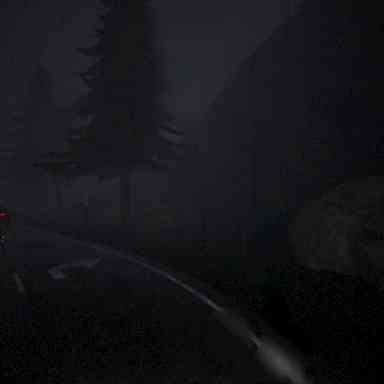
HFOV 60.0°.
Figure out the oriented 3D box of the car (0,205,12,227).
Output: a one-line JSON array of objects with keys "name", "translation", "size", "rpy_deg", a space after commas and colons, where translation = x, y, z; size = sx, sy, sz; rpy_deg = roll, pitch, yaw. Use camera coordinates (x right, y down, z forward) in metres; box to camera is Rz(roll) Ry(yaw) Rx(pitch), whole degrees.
[{"name": "car", "translation": [-14.291, 1.695, 23.820], "size": [1.837, 1.490, 4.892], "rpy_deg": [-1, 0, -38]}]
